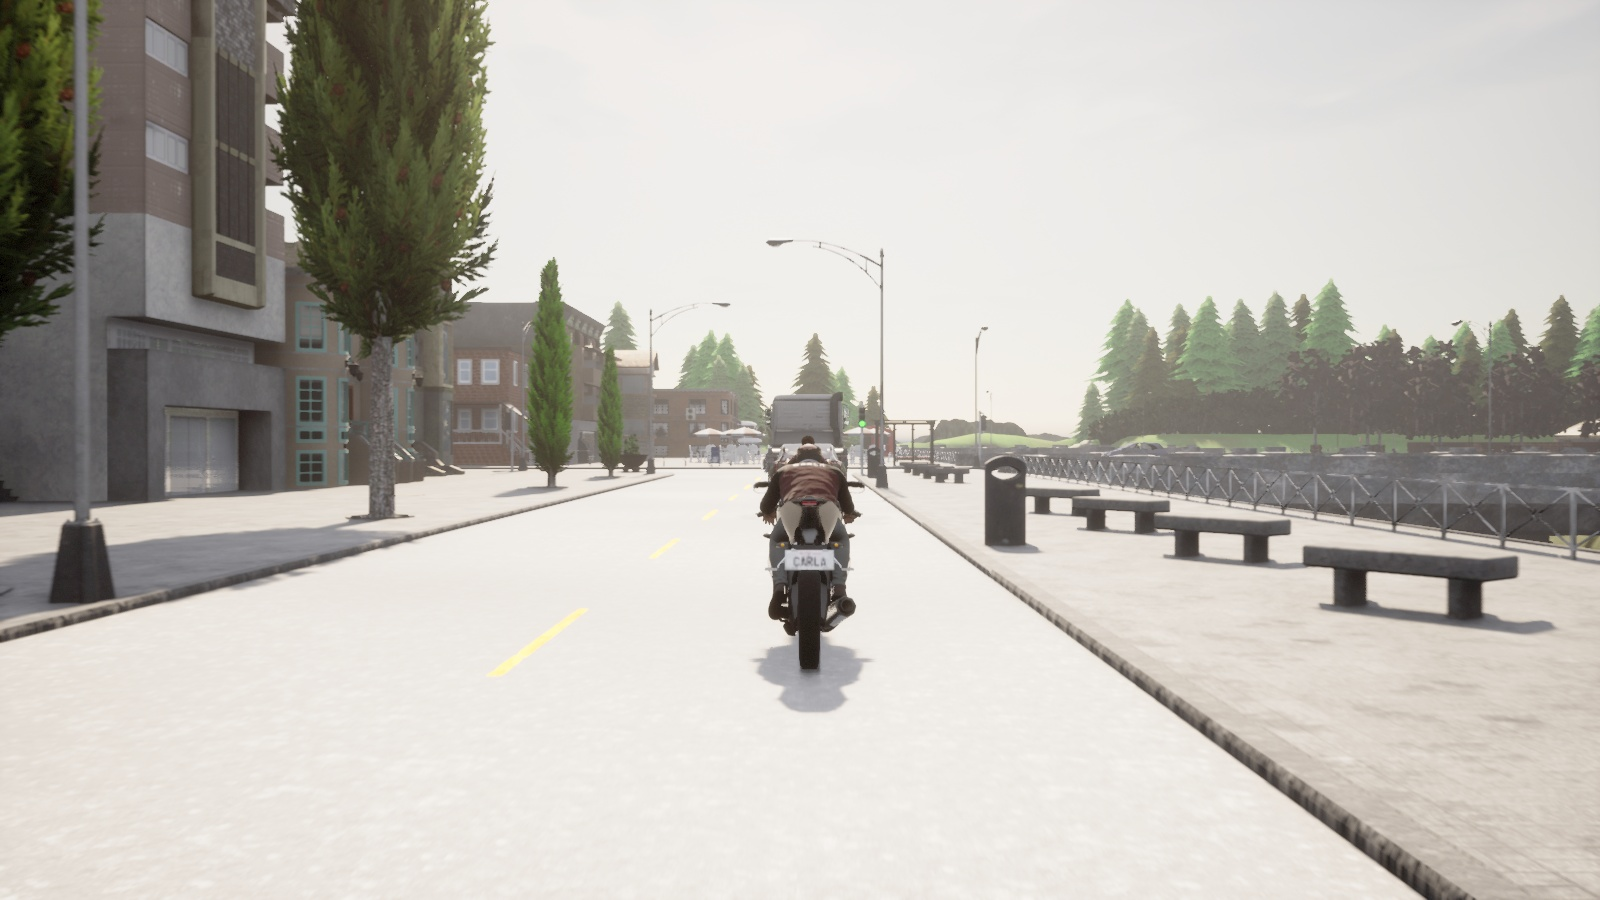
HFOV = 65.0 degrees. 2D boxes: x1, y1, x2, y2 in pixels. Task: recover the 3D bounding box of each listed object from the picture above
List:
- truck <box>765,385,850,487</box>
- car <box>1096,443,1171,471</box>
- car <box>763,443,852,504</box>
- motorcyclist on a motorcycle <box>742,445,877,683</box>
[{"bbox_3d":[0.273,-0.497,46.518,2.891,3.462,7.936,0,0,0],"label":"truck"},{"bbox_3d":[18.319,0.386,68.999,3.633,1.501,1.845,0,0,0],"label":"car"},{"bbox_3d":[0.197,0.561,32.879,2.163,1.488,4.792,0,0,0],"label":"car"},{"bbox_3d":[0.066,0.730,9.178,0.866,1.530,2.191,0,0,0],"label":"motorcyclist on a motorcycle"}]
